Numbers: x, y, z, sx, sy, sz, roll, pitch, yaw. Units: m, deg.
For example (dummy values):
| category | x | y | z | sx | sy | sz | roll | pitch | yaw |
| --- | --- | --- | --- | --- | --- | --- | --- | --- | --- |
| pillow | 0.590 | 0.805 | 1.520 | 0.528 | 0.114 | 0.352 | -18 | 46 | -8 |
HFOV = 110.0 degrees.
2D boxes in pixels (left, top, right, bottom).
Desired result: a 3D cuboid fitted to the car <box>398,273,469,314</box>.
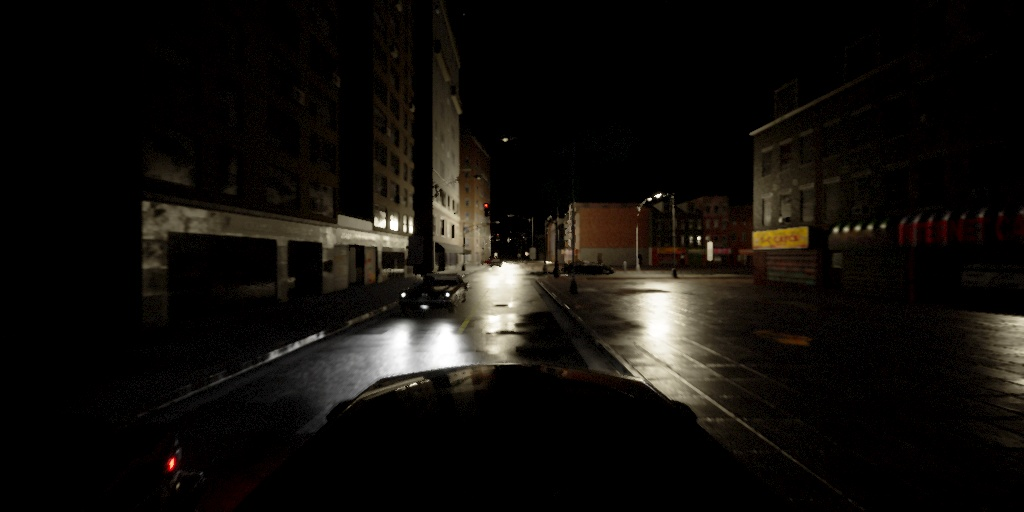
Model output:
| category | x | y | z | sx | sy | sz | roll | pitch | yaw |
| --- | --- | --- | --- | --- | --- | --- | --- | --- | --- |
| car | -2.840 | 1.346 | 13.870 | 1.895 | 1.301 | 4.718 | 0 | 0 | 0 |

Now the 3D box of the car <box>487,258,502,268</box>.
| category | x | y | z | sx | sy | sz | roll | pitch | yaw |
| --- | --- | --- | --- | --- | --- | --- | --- | --- | --- |
| car | -2.794 | 1.225 | 61.114 | 1.882 | 1.535 | 5.008 | 0 | 0 | 0 |

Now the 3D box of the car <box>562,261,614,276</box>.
| category | x | y | z | sx | sy | sz | roll | pitch | yaw |
| --- | --- | --- | --- | --- | --- | --- | --- | --- | --- |
| car | 7.294 | 1.204 | 34.296 | 4.902 | 1.511 | 2.128 | 0 | 0 | -6 |
